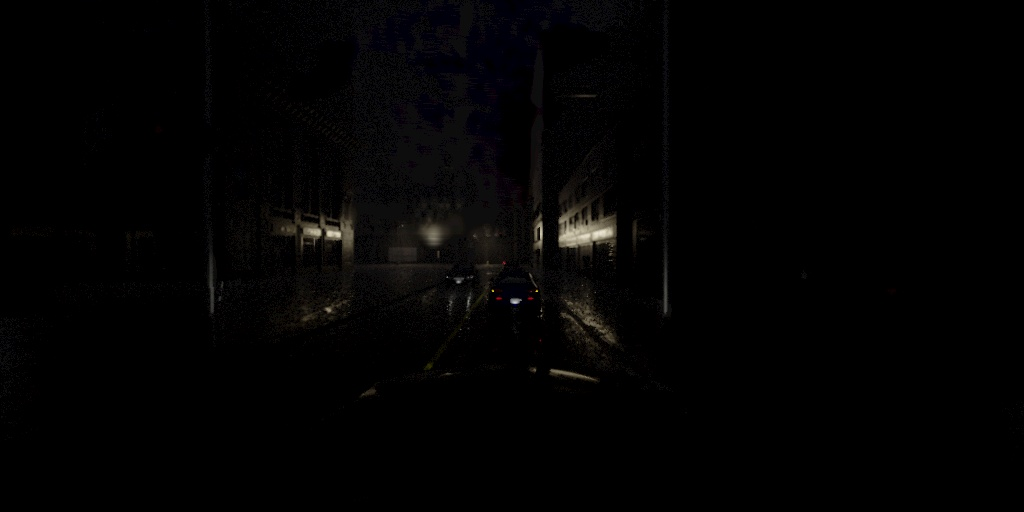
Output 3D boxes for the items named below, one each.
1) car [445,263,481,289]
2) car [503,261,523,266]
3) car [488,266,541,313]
[{"bbox_3d":[-3.104,1.240,23.296,2.128,1.511,4.902,0,0,0],"label":"car"},{"bbox_3d":[0.093,1.239,36.342,2.128,1.511,4.902,0,0,0],"label":"car"},{"bbox_3d":[0.098,1.275,13.851,1.812,1.442,4.674,0,0,0],"label":"car"}]
